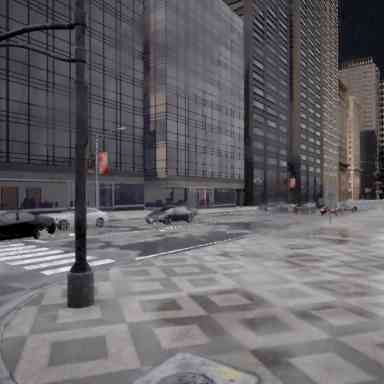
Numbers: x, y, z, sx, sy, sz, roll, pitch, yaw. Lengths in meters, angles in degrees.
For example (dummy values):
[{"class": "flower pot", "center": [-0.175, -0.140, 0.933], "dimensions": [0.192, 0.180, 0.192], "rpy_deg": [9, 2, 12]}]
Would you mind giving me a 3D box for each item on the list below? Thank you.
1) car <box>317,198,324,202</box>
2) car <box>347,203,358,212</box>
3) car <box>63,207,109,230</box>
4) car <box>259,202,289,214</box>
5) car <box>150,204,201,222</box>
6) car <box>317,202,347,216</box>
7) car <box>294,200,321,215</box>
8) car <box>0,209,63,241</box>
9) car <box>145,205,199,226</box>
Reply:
[{"class": "car", "center": [20.709, 1.963, 51.474], "dimensions": [2.150, 2.045, 5.566], "rpy_deg": [0, -1, 36]}, {"class": "car", "center": [23.327, 2.276, 49.546], "dimensions": [2.033, 1.411, 5.357], "rpy_deg": [0, -1, 36]}, {"class": "car", "center": [-7.947, 1.757, 23.013], "dimensions": [1.812, 1.442, 4.674], "rpy_deg": [0, -1, 37]}, {"class": "car", "center": [11.239, 2.092, 43.994], "dimensions": [2.128, 1.511, 4.902], "rpy_deg": [0, -1, 36]}, {"class": "car", "center": [-1.448, 1.927, 32.018], "dimensions": [2.033, 1.411, 5.357], "rpy_deg": [0, -1, 36]}, {"class": "car", "center": [17.464, 2.194, 41.330], "dimensions": [1.895, 1.301, 4.718], "rpy_deg": [0, -1, 36]}, {"class": "car", "center": [14.807, 2.110, 43.204], "dimensions": [1.837, 1.490, 4.892], "rpy_deg": [0, -1, 36]}, {"class": "car", "center": [-8.854, 1.602, 15.506], "dimensions": [1.882, 1.535, 5.008], "rpy_deg": [0, -1, 29]}, {"class": "car", "center": [-1.608, 1.829, 26.237], "dimensions": [1.812, 1.442, 4.674], "rpy_deg": [0, -1, 36]}]
